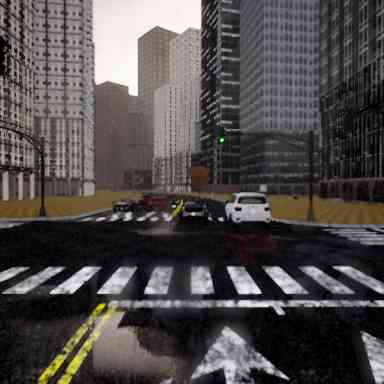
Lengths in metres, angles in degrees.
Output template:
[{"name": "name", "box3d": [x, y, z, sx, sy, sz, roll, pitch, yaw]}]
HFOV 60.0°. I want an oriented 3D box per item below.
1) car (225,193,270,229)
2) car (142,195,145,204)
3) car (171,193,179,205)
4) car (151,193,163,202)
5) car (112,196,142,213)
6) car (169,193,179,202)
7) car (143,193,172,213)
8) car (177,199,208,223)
[{"name": "car", "box3d": [3.353, 1.080, 20.782, 2.150, 2.045, 5.566, 0, 1, 0]}, {"name": "car", "box3d": [-6.587, 1.119, 48.682, 1.882, 1.535, 5.008, 0, 0, 0]}, {"name": "car", "box3d": [-3.337, 1.148, 48.703, 1.837, 1.490, 4.892, 0, 0, 0]}, {"name": "car", "box3d": [-6.729, 1.005, 64.764, 1.837, 1.490, 4.892, 0, 1, -1]}, {"name": "car", "box3d": [-6.602, 1.328, 33.302, 1.994, 1.385, 4.181, 0, 1, 0]}, {"name": "car", "box3d": [-3.479, 1.006, 64.693, 1.837, 1.490, 4.892, 0, 1, -1]}, {"name": "car", "box3d": [-3.350, 1.241, 33.562, 1.882, 1.535, 5.008, 0, 1, 0]}, {"name": "car", "box3d": [0.095, 1.400, 23.736, 1.994, 1.385, 4.181, 0, 0, 0]}]
